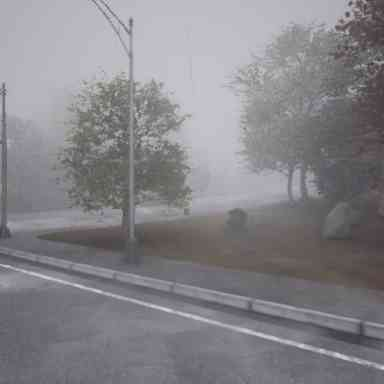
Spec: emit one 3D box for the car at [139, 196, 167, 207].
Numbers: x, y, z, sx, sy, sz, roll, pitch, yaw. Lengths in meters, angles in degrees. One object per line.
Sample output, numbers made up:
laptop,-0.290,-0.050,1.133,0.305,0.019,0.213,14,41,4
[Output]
car,-5.161,1.239,45.579,1.837,1.490,4.892,0,2,39
